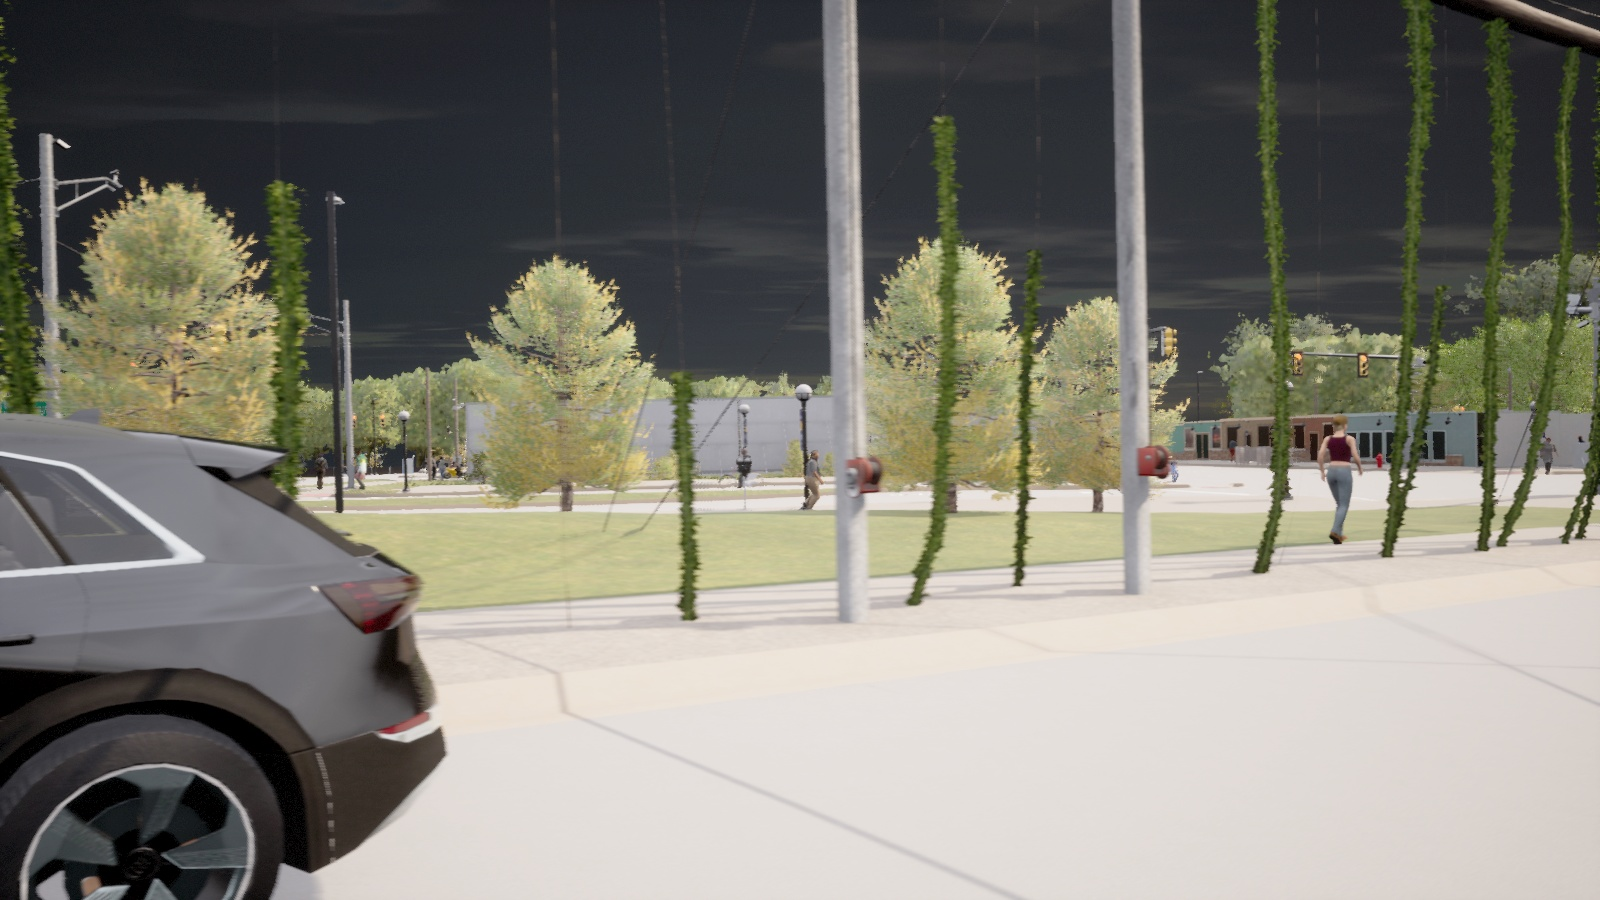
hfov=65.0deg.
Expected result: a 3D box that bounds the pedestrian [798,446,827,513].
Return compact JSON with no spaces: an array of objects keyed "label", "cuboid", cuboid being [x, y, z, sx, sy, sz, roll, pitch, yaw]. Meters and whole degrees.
[{"label":"pedestrian","cuboid":[0.350,0.819,35.100,0.694,1.848,0.540,-2,1,-9]}]

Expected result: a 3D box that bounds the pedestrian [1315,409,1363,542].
[{"label":"pedestrian","cuboid":[7.645,0.352,17.816,0.594,1.836,0.345,-2,1,-38]}]

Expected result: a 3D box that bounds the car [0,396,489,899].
[{"label":"car","cuboid":[-3.527,0.692,3.290,4.856,1.649,2.033,0,0,-35]}]

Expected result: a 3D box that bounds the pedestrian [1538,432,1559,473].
[{"label":"pedestrian","cuboid":[36.489,0.113,61.249,0.659,1.952,0.873,-1,1,16]}]

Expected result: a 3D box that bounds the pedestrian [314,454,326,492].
[{"label":"pedestrian","cuboid":[-24.362,1.155,63.751,0.395,1.930,0.692,-2,1,-10]}]

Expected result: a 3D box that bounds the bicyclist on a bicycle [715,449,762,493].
[{"label":"bicyclist on a bicycle","cuboid":[-2.537,0.851,52.046,1.843,1.776,0.659,-1,0,-9]}]

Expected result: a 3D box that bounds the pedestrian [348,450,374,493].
[{"label":"pedestrian","cuboid":[-20.469,1.014,58.554,0.873,1.952,0.659,-1,1,16]}]
